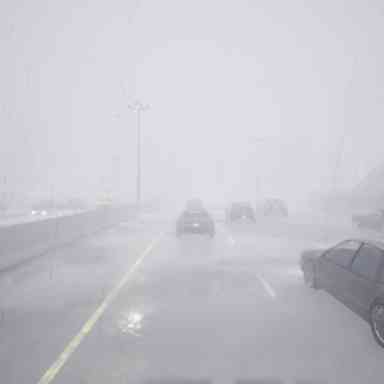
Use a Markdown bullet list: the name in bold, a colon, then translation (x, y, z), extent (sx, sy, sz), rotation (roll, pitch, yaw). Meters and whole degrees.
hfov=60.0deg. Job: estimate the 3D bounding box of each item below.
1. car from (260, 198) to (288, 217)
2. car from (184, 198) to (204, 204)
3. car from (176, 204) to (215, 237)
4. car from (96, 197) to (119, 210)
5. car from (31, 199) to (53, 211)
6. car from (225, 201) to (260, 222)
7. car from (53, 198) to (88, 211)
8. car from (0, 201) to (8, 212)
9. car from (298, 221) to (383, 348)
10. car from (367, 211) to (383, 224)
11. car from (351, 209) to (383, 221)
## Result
- **car**: translation (7.238, 1.328, 30.655), extent (2.097, 1.767, 4.553), rotation (0, 0, 0)
- **car**: translation (0.265, 1.460, 36.173), extent (1.837, 1.490, 4.892), rotation (0, 0, 0)
- **car**: translation (0.179, 1.542, 17.880), extent (1.994, 1.385, 4.181), rotation (0, 0, 0)
- **car**: translation (-10.315, 1.408, 40.773), extent (1.882, 1.535, 5.008), rotation (0, 0, 0)
- **car**: translation (-17.334, 1.476, 39.560), extent (1.994, 1.385, 4.181), rotation (0, 0, 1)
- **car**: translation (3.716, 1.480, 26.069), extent (1.837, 1.490, 4.892), rotation (0, 0, 0)
- **car**: translation (-13.842, 1.467, 39.006), extent (2.033, 1.411, 5.357), rotation (0, 0, 0)
- **car**: translation (-20.906, 1.475, 34.212), extent (1.994, 1.385, 4.181), rotation (0, 0, 1)
- **car**: translation (3.623, 1.548, 6.094), extent (2.033, 1.411, 5.357), rotation (0, 0, 0)
- **car**: translation (7.142, 1.496, 8.941), extent (2.128, 1.511, 4.902), rotation (0, 0, 0)
- **car**: translation (10.679, 1.601, 18.286), extent (1.895, 1.301, 4.718), rotation (0, 0, 0)
